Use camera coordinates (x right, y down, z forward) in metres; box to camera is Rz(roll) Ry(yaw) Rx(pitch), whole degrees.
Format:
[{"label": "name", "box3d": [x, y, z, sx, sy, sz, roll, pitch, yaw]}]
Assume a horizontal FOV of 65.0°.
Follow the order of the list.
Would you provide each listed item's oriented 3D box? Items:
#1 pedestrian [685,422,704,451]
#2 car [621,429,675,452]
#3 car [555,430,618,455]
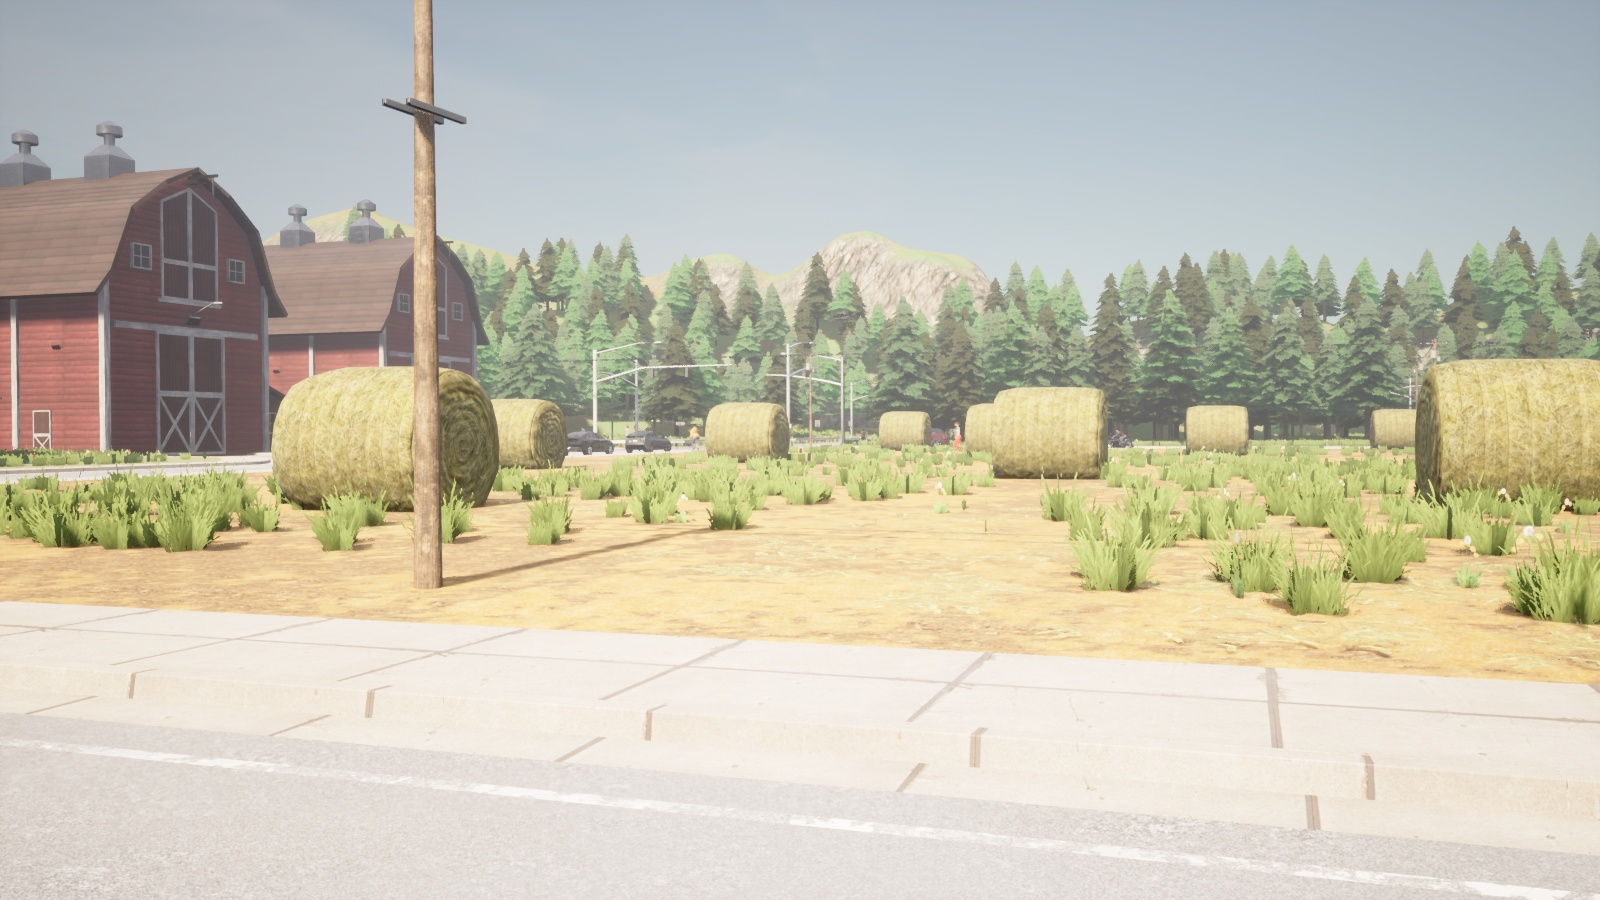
[{"label": "pedestrian", "box3d": [-6.853, -0.874, 81.804, 0.900, 1.855, 0.874, 1, 1, 27]}, {"label": "car", "box3d": [-10.431, -0.680, 86.370, 2.007, 1.525, 4.514, 1, 1, 17]}, {"label": "car", "box3d": [-13.170, -0.488, 77.643, 1.837, 1.490, 4.892, 0, 1, 17]}]
